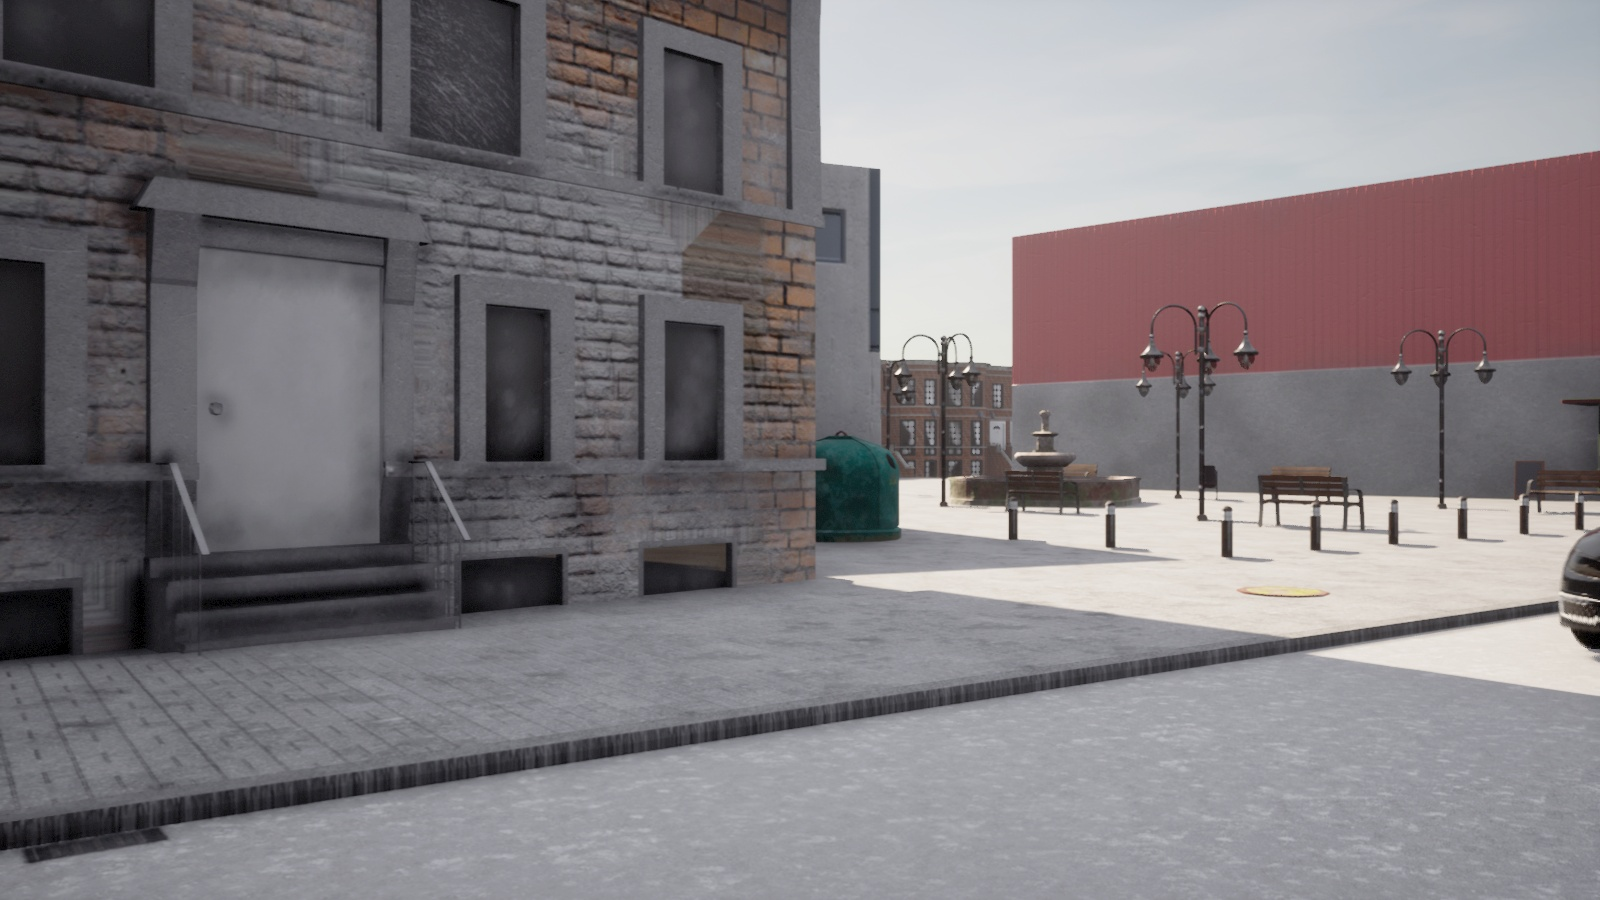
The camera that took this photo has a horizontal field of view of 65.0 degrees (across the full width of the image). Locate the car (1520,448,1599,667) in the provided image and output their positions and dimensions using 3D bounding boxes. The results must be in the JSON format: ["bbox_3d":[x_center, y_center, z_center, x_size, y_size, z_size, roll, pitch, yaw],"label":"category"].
[{"bbox_3d":[7.677,0.721,9.612,4.892,1.490,1.837,0,0,-35],"label":"car"}]
